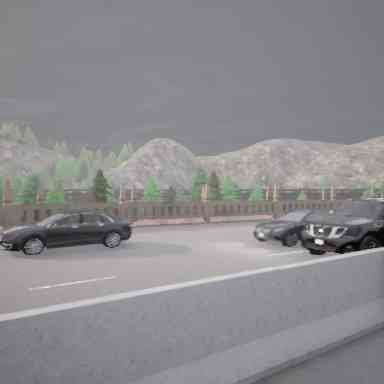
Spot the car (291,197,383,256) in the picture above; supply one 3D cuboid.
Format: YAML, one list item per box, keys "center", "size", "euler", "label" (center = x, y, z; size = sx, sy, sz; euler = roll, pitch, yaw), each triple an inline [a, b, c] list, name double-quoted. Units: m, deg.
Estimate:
- center: [6.457, 1.221, 11.803]
  size: [5.566, 2.045, 2.150]
  euler: [0, 0, -28]
  label: "car"

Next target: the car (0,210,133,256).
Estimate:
- center: [-4.793, 1.505, 13.159]
  size: [4.892, 1.490, 1.837]
  euler: [0, 0, -33]
  label: "car"

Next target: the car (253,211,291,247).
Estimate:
- center: [4.947, 1.526, 14.913]
  size: [4.674, 1.442, 1.812]
  euler: [0, 0, -28]
  label: "car"
